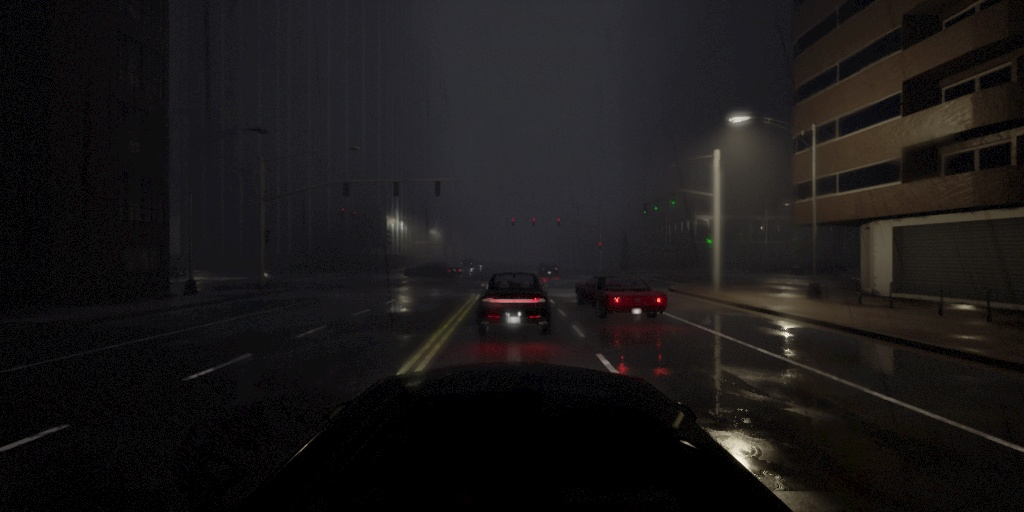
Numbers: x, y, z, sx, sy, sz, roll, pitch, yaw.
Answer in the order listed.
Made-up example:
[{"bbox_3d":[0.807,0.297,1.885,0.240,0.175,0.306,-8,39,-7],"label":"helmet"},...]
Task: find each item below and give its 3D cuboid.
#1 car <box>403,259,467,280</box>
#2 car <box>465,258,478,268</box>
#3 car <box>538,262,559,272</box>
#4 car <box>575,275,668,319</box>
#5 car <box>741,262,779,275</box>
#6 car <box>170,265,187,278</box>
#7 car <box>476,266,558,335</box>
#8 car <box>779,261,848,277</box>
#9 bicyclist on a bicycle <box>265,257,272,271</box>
[{"bbox_3d":[-6.846,1.237,30.735,5.357,1.411,2.033,0,0,31],"label":"car"},{"bbox_3d":[-7.073,1.139,57.796,1.837,1.490,4.892,0,0,0],"label":"car"},{"bbox_3d":[3.597,1.279,36.530,1.895,1.301,4.718,0,0,0],"label":"car"},{"bbox_3d":[3.581,1.328,12.761,1.895,1.301,4.718,0,0,-2],"label":"car"},{"bbox_3d":[26.321,1.278,36.790,4.718,1.301,1.895,0,0,1],"label":"car"},{"bbox_3d":[-30.246,1.182,30.166,4.902,1.511,2.128,0,0,1],"label":"car"},{"bbox_3d":[0.067,1.223,10.467,2.128,1.511,4.902,0,0,0],"label":"car"},{"bbox_3d":[28.169,1.189,33.271,4.892,1.490,1.837,0,0,1],"label":"car"},{"bbox_3d":[-28.773,0.967,42.129,0.582,1.620,1.656,0,0,1],"label":"bicyclist on a bicycle"}]
